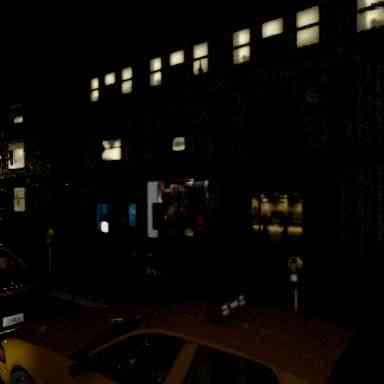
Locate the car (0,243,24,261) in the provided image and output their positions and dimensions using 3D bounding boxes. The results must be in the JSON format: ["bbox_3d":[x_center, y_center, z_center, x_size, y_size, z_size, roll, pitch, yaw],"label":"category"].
[{"bbox_3d":[-4.272,1.560,5.949,4.403,1.369,2.008,0,-1,36],"label":"car"}]

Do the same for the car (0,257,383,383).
[{"bbox_3d":[0.086,1.530,2.823,4.829,1.417,1.752,0,-1,36],"label":"car"}]
